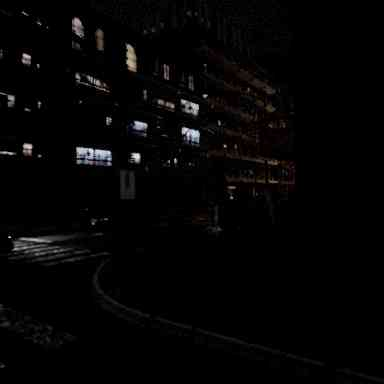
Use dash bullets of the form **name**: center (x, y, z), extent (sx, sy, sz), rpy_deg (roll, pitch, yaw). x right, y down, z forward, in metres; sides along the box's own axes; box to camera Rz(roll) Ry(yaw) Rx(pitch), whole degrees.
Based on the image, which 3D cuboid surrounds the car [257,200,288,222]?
- **car**: center (4.993, 1.372, 24.146), extent (2.008, 1.369, 4.403), rpy_deg (-1, 0, 36)

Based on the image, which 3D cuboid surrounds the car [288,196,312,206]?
- **car**: center (15.800, 1.326, 48.486), extent (1.994, 1.385, 4.181), rpy_deg (-2, -1, 37)

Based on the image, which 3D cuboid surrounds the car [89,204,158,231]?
- **car**: center (-4.296, 1.553, 21.293), extent (2.128, 1.511, 4.902), rpy_deg (-2, -1, 36)

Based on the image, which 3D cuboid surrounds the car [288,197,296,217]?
- **car**: center (8.345, 1.315, 28.709), extent (1.887, 1.381, 4.507), rpy_deg (-1, 0, 36)

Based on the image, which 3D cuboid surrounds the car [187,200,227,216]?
- **car**: center (1.595, 1.560, 33.670), extent (1.887, 1.381, 4.507), rpy_deg (-1, 0, 36)

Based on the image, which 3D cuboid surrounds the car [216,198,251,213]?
- **car**: center (4.846, 1.492, 38.096), extent (1.752, 1.417, 4.829), rpy_deg (-1, 0, 36)

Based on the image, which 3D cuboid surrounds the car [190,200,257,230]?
- **car**: center (1.876, 1.395, 19.902), extent (1.752, 1.417, 4.829), rpy_deg (-1, 0, 36)

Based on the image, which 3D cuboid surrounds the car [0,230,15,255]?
- **car**: center (-8.319, 1.591, 10.578), extent (1.837, 1.490, 4.892), rpy_deg (-2, -1, 36)
